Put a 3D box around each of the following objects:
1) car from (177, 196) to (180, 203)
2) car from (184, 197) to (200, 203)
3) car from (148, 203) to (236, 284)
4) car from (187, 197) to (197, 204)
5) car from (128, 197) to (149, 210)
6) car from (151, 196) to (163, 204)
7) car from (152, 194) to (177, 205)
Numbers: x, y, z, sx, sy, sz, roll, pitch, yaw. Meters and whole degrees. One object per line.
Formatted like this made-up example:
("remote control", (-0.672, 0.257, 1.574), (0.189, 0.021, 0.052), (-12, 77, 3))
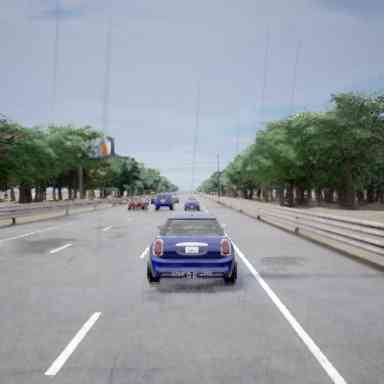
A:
("car", (-3.439, 1.622, 67.248), (2.128, 1.511, 4.902), (0, 0, 0))
("car", (-0.001, 1.602, 41.372), (1.812, 1.442, 4.674), (0, 0, 0))
("car", (-0.001, 1.356, 9.770), (2.097, 1.767, 4.553), (0, 0, 0))
("car", (0.061, 1.693, 67.204), (1.994, 1.385, 4.181), (0, 0, 0))
("car", (-6.995, 1.433, 43.711), (2.097, 1.767, 4.553), (0, 0, 0))
("car", (-6.938, 1.606, 66.954), (1.882, 1.535, 5.008), (0, 0, 0))
("car", (-3.499, 1.303, 42.983), (2.150, 2.045, 5.566), (0, 0, 0))
